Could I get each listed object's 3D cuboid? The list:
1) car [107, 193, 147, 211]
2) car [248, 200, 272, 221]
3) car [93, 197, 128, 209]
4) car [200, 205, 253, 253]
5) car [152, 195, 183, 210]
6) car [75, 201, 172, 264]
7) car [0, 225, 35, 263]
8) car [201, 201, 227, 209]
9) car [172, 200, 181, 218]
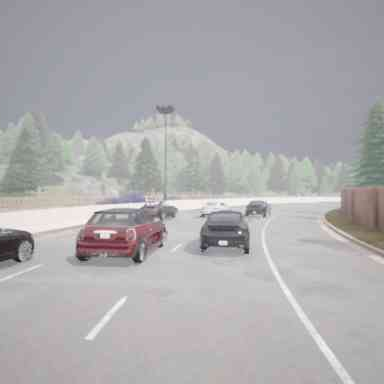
[{"bbox_3d":[-8.181,1.177,42.393,2.150,2.045,5.566,0,0,25],"label":"car"},{"bbox_3d":[6.287,1.523,31.211,1.837,1.490,4.892,0,0,21],"label":"car"},{"bbox_3d":[-10.904,1.450,44.757,1.837,1.490,4.892,0,0,25],"label":"car"},{"bbox_3d":[1.467,1.508,13.870,1.837,1.490,4.892,0,0,9],"label":"car"},{"bbox_3d":[-3.245,1.328,44.573,2.097,1.767,4.553,0,0,27],"label":"car"},{"bbox_3d":[-2.329,1.339,12.097,2.097,1.767,4.553,0,0,8],"label":"car"},{"bbox_3d":[-6.254,1.464,9.023,2.128,1.511,4.902,0,0,6],"label":"car"},{"bbox_3d":[2.163,1.527,30.177,1.812,1.442,4.674,0,0,19],"label":"car"},{"bbox_3d":[-2.628,1.474,26.792,2.128,1.511,4.902,0,0,17],"label":"car"}]
